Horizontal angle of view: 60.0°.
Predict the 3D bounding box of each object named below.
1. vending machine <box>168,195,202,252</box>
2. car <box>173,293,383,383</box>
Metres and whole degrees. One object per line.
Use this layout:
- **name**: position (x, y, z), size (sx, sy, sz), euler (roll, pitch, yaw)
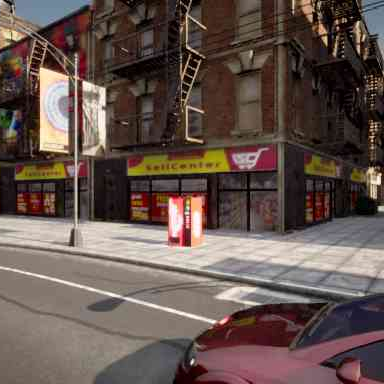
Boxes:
- **vending machine**: position (-0.268, 1.195, 13.123), size (0.880, 2.100, 1.100), euler (0, 0, 34)
- **car**: position (1.869, 1.564, 2.659), size (4.181, 1.385, 1.994), euler (0, 0, 36)
